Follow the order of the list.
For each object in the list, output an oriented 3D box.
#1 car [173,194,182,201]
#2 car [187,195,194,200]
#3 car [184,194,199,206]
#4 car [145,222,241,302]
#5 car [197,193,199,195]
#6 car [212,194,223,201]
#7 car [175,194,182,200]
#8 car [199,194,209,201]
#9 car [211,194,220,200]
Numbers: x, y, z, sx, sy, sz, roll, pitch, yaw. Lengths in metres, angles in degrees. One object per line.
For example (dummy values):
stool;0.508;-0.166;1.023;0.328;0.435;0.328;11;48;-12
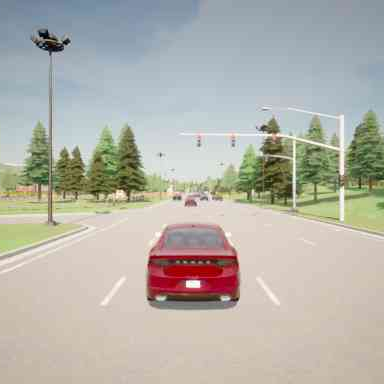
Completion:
car;-3.818;1.469;83.566;1.882;1.535;5.008;0;0;0
car;-0.358;1.428;94.030;1.895;1.301;4.718;0;0;0
car;-0.201;1.526;52.967;1.812;1.442;4.674;0;0;0
car;0.031;1.478;8.365;1.882;1.535;5.008;0;0;0
car;3.142;1.358;94.013;2.128;1.511;4.902;0;0;0
car;6.682;1.517;83.607;2.128;1.511;4.902;0;0;0
car;-3.858;1.310;93.986;1.882;1.535;5.008;0;0;0
car;3.180;1.517;84.010;1.812;1.442;4.674;0;0;0
car;6.642;1.372;94.026;2.033;1.411;5.357;0;0;0
